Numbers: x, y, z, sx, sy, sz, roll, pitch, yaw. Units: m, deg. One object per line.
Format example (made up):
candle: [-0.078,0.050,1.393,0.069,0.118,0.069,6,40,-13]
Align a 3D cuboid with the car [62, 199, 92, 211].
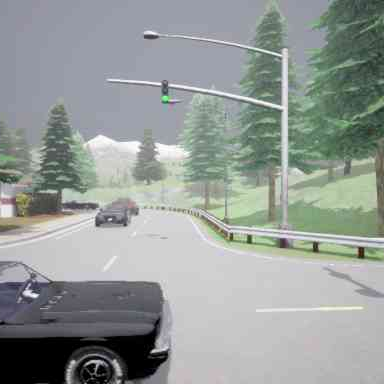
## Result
car: [-13.584,1.546,39.792,4.718,1.301,1.895,0,0,11]

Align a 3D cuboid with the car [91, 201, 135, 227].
car: [-5.278,1.529,22.671,1.994,1.385,4.181,0,0,-5]

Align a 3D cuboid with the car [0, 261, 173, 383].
car: [-2.609,1.615,4.250,4.718,1.301,1.895,0,0,-4]

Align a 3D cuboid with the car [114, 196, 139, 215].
car: [-6.618,1.304,32.404,2.097,1.767,4.553,0,0,-22]
